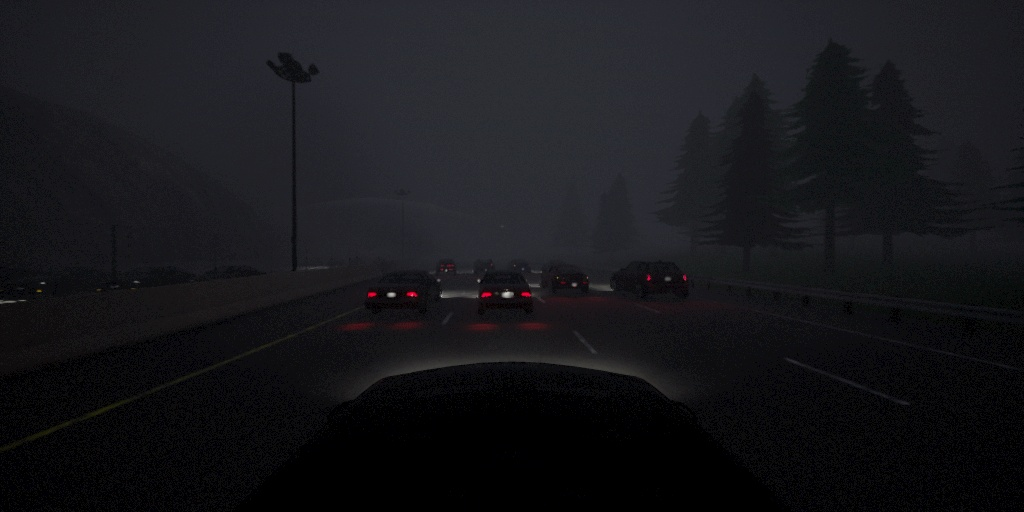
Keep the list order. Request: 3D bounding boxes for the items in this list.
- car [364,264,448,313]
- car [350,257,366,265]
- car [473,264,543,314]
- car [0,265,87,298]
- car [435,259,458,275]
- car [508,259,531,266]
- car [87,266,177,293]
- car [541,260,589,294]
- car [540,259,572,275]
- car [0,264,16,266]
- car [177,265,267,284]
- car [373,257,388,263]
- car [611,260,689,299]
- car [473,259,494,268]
[{"bbox_3d":[-3.839,1.211,13.462,2.033,1.411,5.357,0,0,-4],"label":"car"},{"bbox_3d":[-25.356,0.872,59.040,1.812,1.442,4.674,0,0,-11],"label":"car"},{"bbox_3d":[-0.324,1.205,13.352,2.033,1.411,5.357,0,0,-4],"label":"car"},{"bbox_3d":[-21.941,1.232,17.832,1.994,1.385,4.181,0,0,-6],"label":"car"},{"bbox_3d":[-6.224,1.007,34.179,1.837,1.490,4.892,0,0,-9],"label":"car"},{"bbox_3d":[0.642,1.003,35.452,1.812,1.442,4.674,0,0,-9],"label":"car"},{"bbox_3d":[-18.493,1.219,18.529,1.994,1.385,4.181,0,0,-6],"label":"car"},{"bbox_3d":[2.714,1.131,19.034,1.812,1.442,4.674,0,1,-5],"label":"car"},{"bbox_3d":[4.240,1.036,35.165,1.994,1.385,4.181,0,0,-9],"label":"car"},{"bbox_3d":[-25.385,1.172,17.138,2.128,1.511,4.902,0,0,-5],"label":"car"},{"bbox_3d":[-15.044,1.206,19.227,1.994,1.385,4.181,0,0,-6],"label":"car"},{"bbox_3d":[-22.077,0.890,60.505,1.994,1.385,4.181,0,0,-11],"label":"car"},{"bbox_3d":[6.385,0.964,17.132,2.097,1.767,4.553,0,0,-4],"label":"car"},{"bbox_3d":[-2.691,0.986,34.251,2.128,1.511,4.902,0,0,-9],"label":"car"}]
